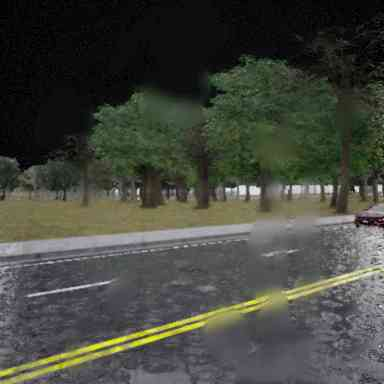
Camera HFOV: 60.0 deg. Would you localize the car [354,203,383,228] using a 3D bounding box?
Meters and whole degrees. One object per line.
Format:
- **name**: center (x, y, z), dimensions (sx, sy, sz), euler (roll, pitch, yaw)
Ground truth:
- **car**: center (12.090, 1.453, 20.795), dimensions (5.008, 1.535, 1.882), euler (0, 0, -36)
